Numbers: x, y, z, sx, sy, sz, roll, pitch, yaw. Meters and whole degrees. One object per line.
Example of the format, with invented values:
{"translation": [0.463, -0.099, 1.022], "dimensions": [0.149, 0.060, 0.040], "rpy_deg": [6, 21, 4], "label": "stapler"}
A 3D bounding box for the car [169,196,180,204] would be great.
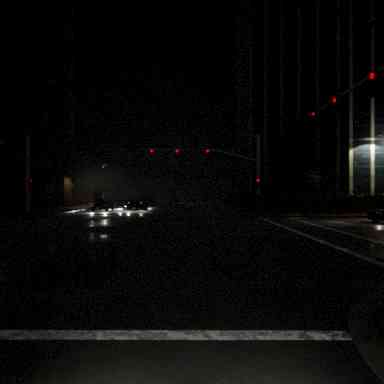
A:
{"translation": [-3.436, 1.547, 65.257], "dimensions": [2.033, 1.411, 5.357], "rpy_deg": [0, 0, 0], "label": "car"}

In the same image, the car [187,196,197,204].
{"translation": [-0.043, 1.526, 64.911], "dimensions": [1.812, 1.442, 4.674], "rpy_deg": [0, 0, 0], "label": "car"}

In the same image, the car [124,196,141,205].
{"translation": [-10.591, 1.491, 59.299], "dimensions": [2.128, 1.511, 4.902], "rpy_deg": [0, 0, 0], "label": "car"}

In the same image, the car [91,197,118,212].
{"translation": [-10.606, 1.526, 39.847], "dimensions": [1.812, 1.442, 4.674], "rpy_deg": [0, 0, 0], "label": "car"}

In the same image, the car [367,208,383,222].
{"translation": [15.467, 1.478, 24.278], "dimensions": [5.008, 1.535, 1.882], "rpy_deg": [0, 0, -1], "label": "car"}

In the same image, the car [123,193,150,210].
{"translation": [-7.126, 1.352, 43.355], "dimensions": [2.097, 1.767, 4.553], "rpy_deg": [0, 0, 0], "label": "car"}

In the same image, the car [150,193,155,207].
{"translation": [-7.121, 1.221, 52.856], "dimensions": [2.150, 2.045, 5.566], "rpy_deg": [0, 0, 0], "label": "car"}

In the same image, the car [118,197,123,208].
{"translation": [-10.625, 1.491, 49.116], "dimensions": [2.128, 1.511, 4.902], "rpy_deg": [0, 0, 0], "label": "car"}
